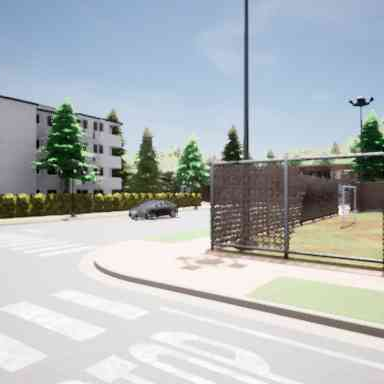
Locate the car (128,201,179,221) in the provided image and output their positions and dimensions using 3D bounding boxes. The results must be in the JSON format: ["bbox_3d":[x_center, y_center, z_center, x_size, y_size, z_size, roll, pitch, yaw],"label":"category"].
[{"bbox_3d":[-3.079,1.475,27.389,2.128,1.511,4.902,0,0,35],"label":"car"}]
